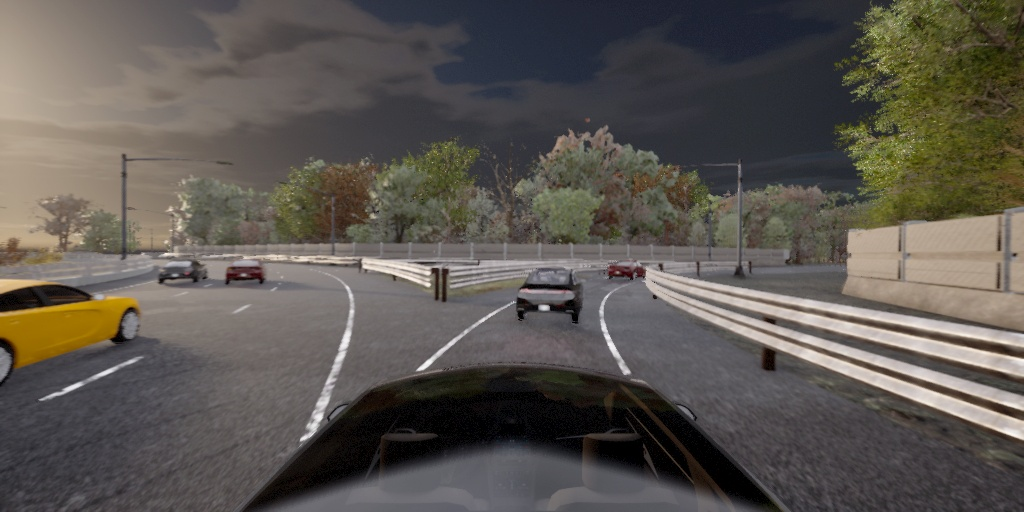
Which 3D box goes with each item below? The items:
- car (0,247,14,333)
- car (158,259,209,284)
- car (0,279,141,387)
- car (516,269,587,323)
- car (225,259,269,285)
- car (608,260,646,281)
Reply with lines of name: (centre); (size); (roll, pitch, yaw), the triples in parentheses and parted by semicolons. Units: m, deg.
car: (-12.324, 0.840, 5.886); (2.150, 2.045, 5.566); (0, 1, -21)
car: (-21.129, 0.936, 23.133); (1.812, 1.442, 4.674); (0, 1, -32)
car: (-8.648, 1.124, 6.020); (1.882, 1.535, 5.008); (0, 1, -21)
car: (1.406, 1.170, 11.962); (2.128, 1.511, 4.902); (1, 0, 13)
car: (-16.984, 0.922, 23.095); (1.882, 1.535, 5.008); (0, 1, -32)
car: (9.443, 1.089, 28.871); (1.882, 1.535, 5.008); (0, 0, 38)
